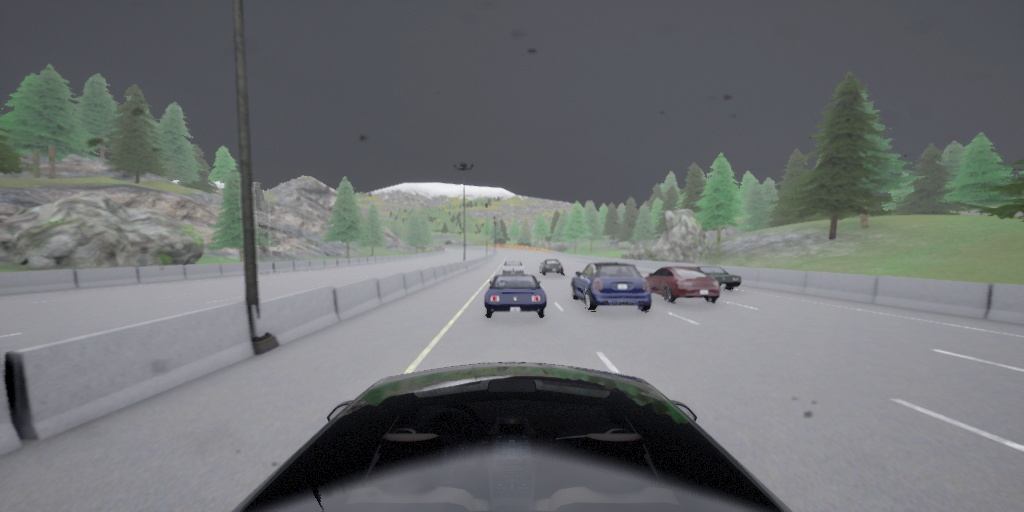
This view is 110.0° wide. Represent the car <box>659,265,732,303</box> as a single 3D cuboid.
[{"bbox_3d":[7.102,1.149,15.548,1.812,1.442,4.674,0,1,0],"label":"car"}]

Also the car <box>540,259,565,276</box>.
[{"bbox_3d":[3.606,0.990,32.821,1.812,1.442,4.674,0,1,0],"label":"car"}]

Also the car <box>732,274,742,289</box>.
[{"bbox_3d":[10.603,1.182,20.239,1.895,1.301,4.718,0,1,0],"label":"car"}]

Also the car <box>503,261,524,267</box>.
[{"bbox_3d":[0.105,1.075,31.809,1.895,1.301,4.718,0,1,0],"label":"car"}]

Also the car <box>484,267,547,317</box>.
[{"bbox_3d":[0.102,1.251,12.659,1.895,1.301,4.718,0,1,0],"label":"car"}]

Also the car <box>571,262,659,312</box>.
[{"bbox_3d":[3.602,0.992,13.822,2.097,1.767,4.553,0,1,0],"label":"car"}]
